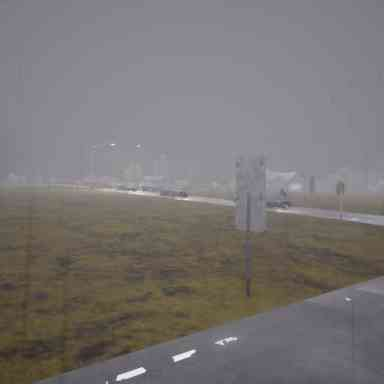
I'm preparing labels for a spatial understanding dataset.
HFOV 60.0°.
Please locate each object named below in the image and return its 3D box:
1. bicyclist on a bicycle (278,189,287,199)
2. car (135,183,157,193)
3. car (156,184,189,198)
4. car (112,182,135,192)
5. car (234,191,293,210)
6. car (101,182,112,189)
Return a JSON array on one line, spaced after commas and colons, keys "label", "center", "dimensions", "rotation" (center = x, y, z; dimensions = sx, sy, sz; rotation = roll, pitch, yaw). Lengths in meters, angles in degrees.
[{"label": "bicyclist on a bicycle", "center": [9.251, 0.473, 33.995], "dimensions": [1.656, 1.620, 0.582], "rotation": [0, 2, -35]}, {"label": "car", "center": [-6.254, -0.619, 50.870], "dimensions": [2.128, 1.511, 4.902], "rotation": [1, 2, -35]}, {"label": "car", "center": [-2.161, -0.050, 39.899], "dimensions": [1.994, 1.385, 4.181], "rotation": [1, 2, -34]}, {"label": "car", "center": [-10.071, -0.763, 51.291], "dimensions": [1.837, 1.490, 4.892], "rotation": [1, 2, -35]}, {"label": "car", "center": [5.929, 0.626, 28.303], "dimensions": [2.033, 1.411, 5.357], "rotation": [1, 2, -35]}, {"label": "car", "center": [-15.964, -1.334, 64.751], "dimensions": [2.033, 1.411, 5.357], "rotation": [1, 2, -35]}]
